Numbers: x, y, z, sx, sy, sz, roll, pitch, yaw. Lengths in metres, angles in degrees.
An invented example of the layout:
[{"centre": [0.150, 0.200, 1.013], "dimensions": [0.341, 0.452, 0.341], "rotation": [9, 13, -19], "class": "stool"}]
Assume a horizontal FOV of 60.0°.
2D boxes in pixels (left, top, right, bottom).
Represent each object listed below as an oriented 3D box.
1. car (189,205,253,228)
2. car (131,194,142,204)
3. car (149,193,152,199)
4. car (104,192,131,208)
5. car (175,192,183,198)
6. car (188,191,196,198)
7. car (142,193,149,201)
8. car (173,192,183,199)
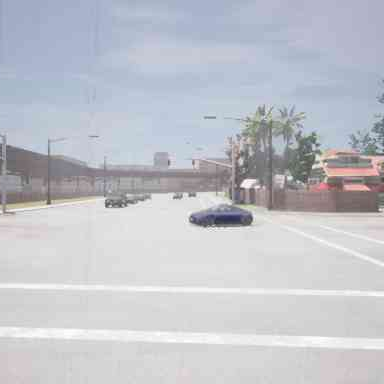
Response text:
[{"centre": [1.897, 1.546, 21.800], "dimensions": [4.181, 1.385, 1.994], "rotation": [0, 0, -16], "class": "car"}, {"centre": [-10.446, 1.286, 56.539], "dimensions": [2.033, 1.411, 5.357], "rotation": [0, 1, 0], "class": "car"}, {"centre": [-10.426, 0.897, 76.589], "dimensions": [1.812, 1.442, 4.674], "rotation": [0, 1, 0], "class": "car"}, {"centre": [-10.510, 1.082, 46.417], "dimensions": [2.150, 2.045, 5.566], "rotation": [0, 1, 1], "class": "car"}, {"centre": [-3.416, 0.709, 87.213], "dimensions": [1.994, 1.385, 4.181], "rotation": [0, 1, 0], "class": "car"}, {"centre": [0.083, 0.519, 86.851], "dimensions": [2.097, 1.767, 4.553], "rotation": [0, 1, 0], "class": "car"}, {"centre": [-10.436, 1.142, 66.257], "dimensions": [1.994, 1.385, 4.181], "rotation": [0, 1, 0], "class": "car"}, {"centre": [-3.426, 0.963, 76.895], "dimensions": [1.895, 1.301, 4.718], "rotation": [0, 1, 0], "class": "car"}]
